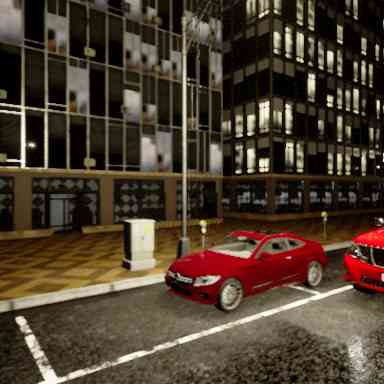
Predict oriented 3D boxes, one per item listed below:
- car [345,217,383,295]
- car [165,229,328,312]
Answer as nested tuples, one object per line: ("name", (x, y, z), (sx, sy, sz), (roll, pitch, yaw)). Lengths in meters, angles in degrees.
("car", (5.759, 1.164, 7.483), (5.566, 2.045, 2.150), (0, 0, -35))
("car", (1.395, 1.547, 7.551), (4.206, 1.307, 1.802), (0, 1, -35))
